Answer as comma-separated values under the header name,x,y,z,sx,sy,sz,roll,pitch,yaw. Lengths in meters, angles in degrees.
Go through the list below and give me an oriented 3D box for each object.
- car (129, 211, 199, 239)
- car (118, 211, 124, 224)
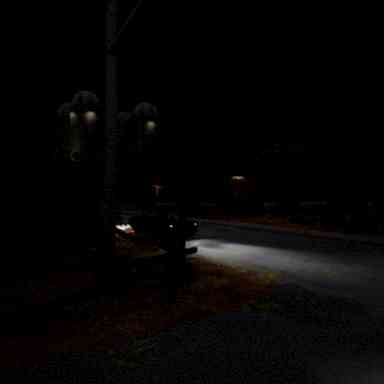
name,x,y,z,sx,sy,sz,roll,pitch,yaw
car,-1.638,1.716,18.194,1.895,1.301,4.718,1,-1,-35
car,-6.878,1.640,25.556,1.812,1.442,4.674,1,-1,-35
